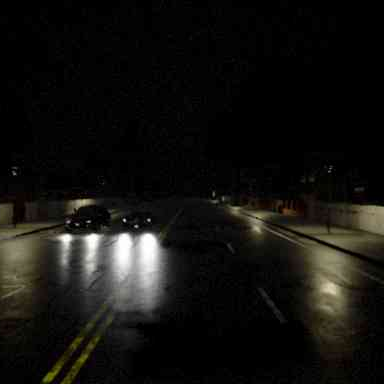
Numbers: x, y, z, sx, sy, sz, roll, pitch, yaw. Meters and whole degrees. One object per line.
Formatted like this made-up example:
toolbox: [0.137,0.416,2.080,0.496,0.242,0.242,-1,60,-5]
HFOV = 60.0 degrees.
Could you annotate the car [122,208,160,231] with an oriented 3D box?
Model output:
car: [-3.275,1.757,21.894,1.895,1.301,4.718,0,0,0]

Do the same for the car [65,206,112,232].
car: [-6.531,1.660,21.419,1.837,1.490,4.892,0,-1,1]
